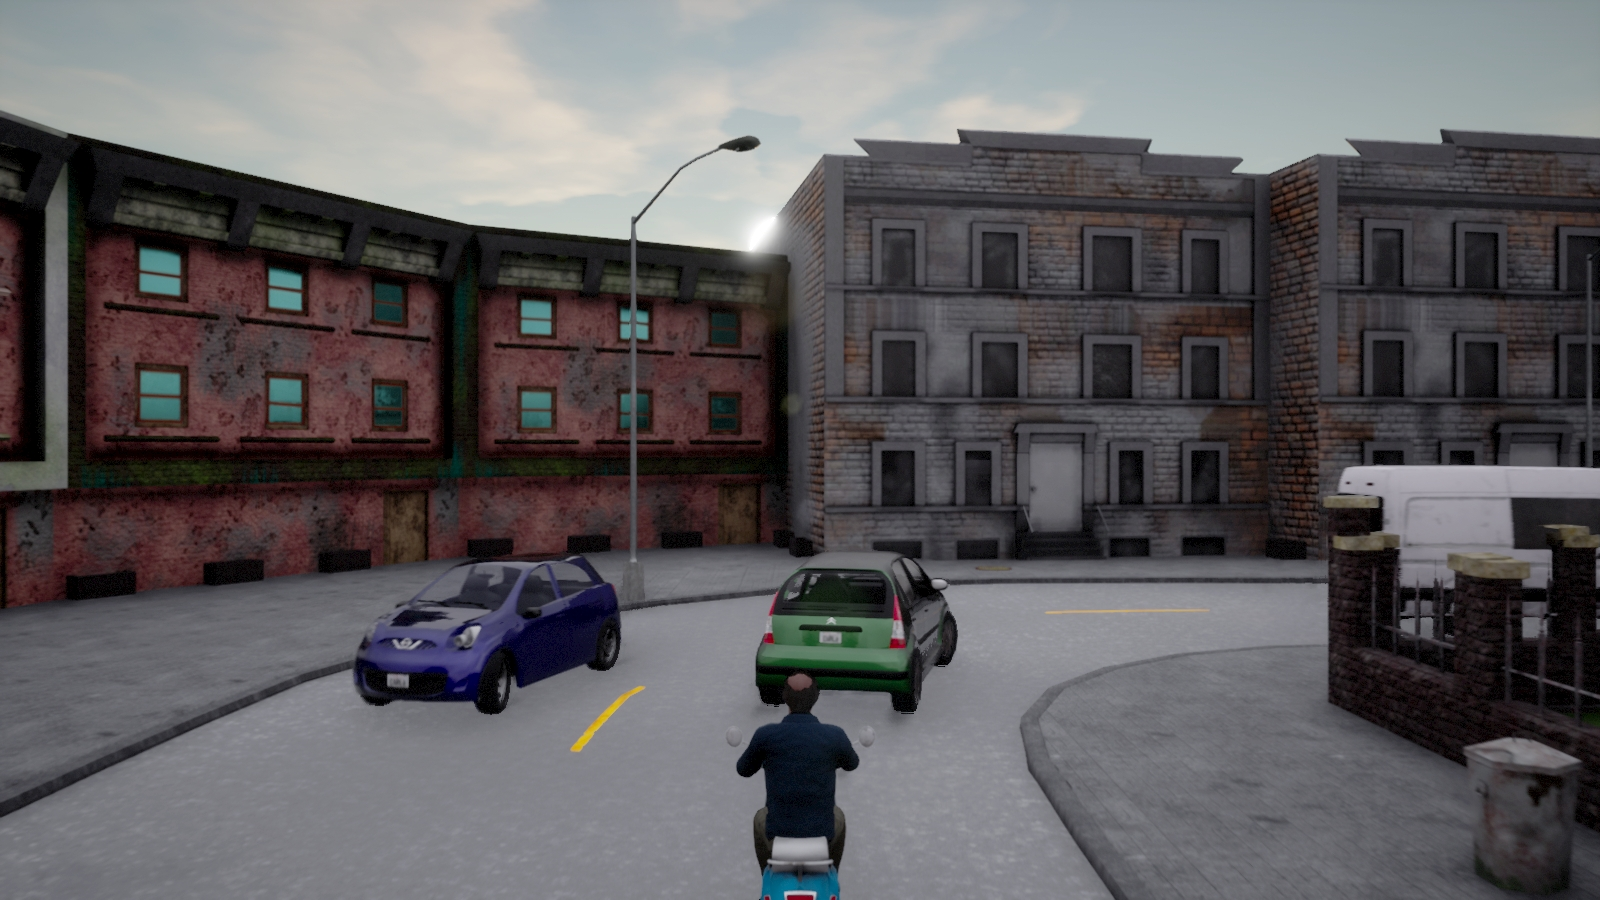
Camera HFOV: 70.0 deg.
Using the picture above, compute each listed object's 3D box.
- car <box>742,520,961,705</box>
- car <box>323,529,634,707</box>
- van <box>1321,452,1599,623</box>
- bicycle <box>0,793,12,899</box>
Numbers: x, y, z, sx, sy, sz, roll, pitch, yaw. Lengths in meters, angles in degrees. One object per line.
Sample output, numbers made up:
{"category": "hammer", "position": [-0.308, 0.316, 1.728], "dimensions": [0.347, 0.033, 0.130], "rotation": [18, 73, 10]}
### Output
{"category": "car", "position": [0.786, 1.781, 13.776], "dimensions": [1.851, 1.617, 3.988], "rotation": [0, 0, 14]}
{"category": "car", "position": [-3.581, 1.820, 13.439], "dimensions": [1.845, 1.501, 3.633], "rotation": [0, 0, 17]}
{"category": "van", "position": [11.684, 1.315, 18.143], "dimensions": [5.915, 2.561, 1.988], "rotation": [0, 0, -1]}
{"category": "bicycle", "position": [-3.926, 2.034, 4.303], "dimensions": [0.859, 1.080, 1.487], "rotation": [0, -2, 0]}
